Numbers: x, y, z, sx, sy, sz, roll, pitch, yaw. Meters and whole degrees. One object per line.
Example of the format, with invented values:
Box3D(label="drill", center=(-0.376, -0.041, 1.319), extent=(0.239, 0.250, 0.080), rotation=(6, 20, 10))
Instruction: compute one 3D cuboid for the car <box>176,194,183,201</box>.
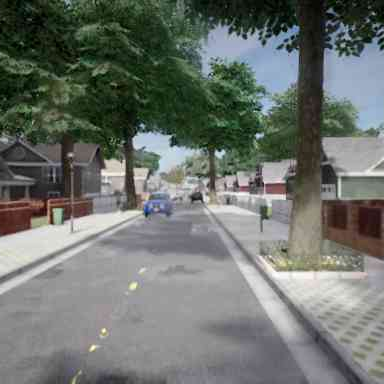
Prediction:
Box3D(label="car", center=(-2.787, 1.145, 69.402), extent=(2.033, 1.411, 5.357), rotation=(0, 0, 0))

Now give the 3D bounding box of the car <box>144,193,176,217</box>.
Box3D(label="car", center=(-2.863, 1.081, 29.470), extent=(2.150, 2.045, 5.566), rotation=(0, 0, 0))

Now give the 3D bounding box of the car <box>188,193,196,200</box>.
Box3D(label="car", center=(-0.041, 1.024, 76.736), extent=(1.837, 1.490, 4.892), rotation=(0, 0, 0))

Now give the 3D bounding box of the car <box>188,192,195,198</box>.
Box3D(label="car", center=(-0.049, 0.835, 92.832), extent=(1.882, 1.535, 5.008), rotation=(0, 0, 0))

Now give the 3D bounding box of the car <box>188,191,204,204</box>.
Box3D(label="car", center=(0.844, 0.857, 57.899), extent=(2.150, 2.045, 5.566), rotation=(-5, 0, 0))
